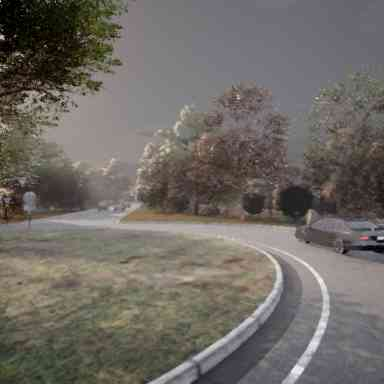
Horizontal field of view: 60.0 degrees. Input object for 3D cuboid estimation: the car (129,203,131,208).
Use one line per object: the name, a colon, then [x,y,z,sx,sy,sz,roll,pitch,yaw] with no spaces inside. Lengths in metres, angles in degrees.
car: [-15.581,3.094,79.044,1.994,1.385,4.181,-1,-1,-7]

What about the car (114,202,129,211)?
car: [-13.727,2.937,63.389,2.033,1.411,5.357,-1,-1,-7]

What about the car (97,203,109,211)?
car: [-17.525,2.985,65.648,1.837,1.490,4.892,-1,-1,-7]

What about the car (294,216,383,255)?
car: [6.340,1.736,14.279,2.033,1.411,5.357,-1,-1,-8]
